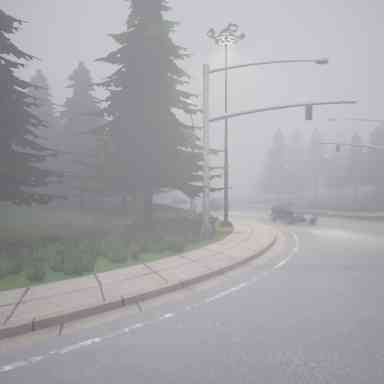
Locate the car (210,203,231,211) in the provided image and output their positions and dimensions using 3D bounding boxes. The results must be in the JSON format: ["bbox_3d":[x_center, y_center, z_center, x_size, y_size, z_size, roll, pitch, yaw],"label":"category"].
[{"bbox_3d":[3.151,1.492,39.951,2.128,1.511,4.902,0,0,-16],"label":"car"}]

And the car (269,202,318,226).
[{"bbox_3d":[7.100,1.492,23.652,2.128,1.511,4.902,0,0,-8],"label":"car"}]

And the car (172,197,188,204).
[{"bbox_3d":[-2.131,1.601,58.200,1.895,1.301,4.718,0,0,-17],"label":"car"}]
